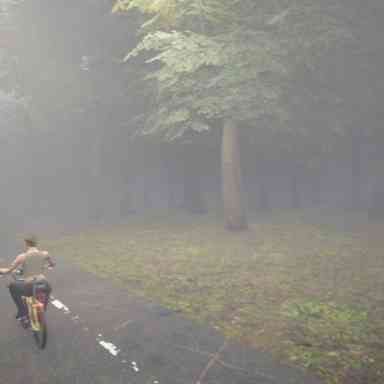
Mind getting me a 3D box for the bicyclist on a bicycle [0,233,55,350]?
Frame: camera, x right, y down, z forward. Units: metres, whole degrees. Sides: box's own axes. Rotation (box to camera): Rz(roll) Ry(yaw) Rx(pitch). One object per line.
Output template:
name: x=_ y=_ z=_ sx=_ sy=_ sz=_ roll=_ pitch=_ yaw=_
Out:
bicyclist on a bicycle: x=-2.469 y=1.429 z=5.092 sx=0.866 sy=1.612 sz=1.509 roll=-2 pitch=1 yaw=-39
